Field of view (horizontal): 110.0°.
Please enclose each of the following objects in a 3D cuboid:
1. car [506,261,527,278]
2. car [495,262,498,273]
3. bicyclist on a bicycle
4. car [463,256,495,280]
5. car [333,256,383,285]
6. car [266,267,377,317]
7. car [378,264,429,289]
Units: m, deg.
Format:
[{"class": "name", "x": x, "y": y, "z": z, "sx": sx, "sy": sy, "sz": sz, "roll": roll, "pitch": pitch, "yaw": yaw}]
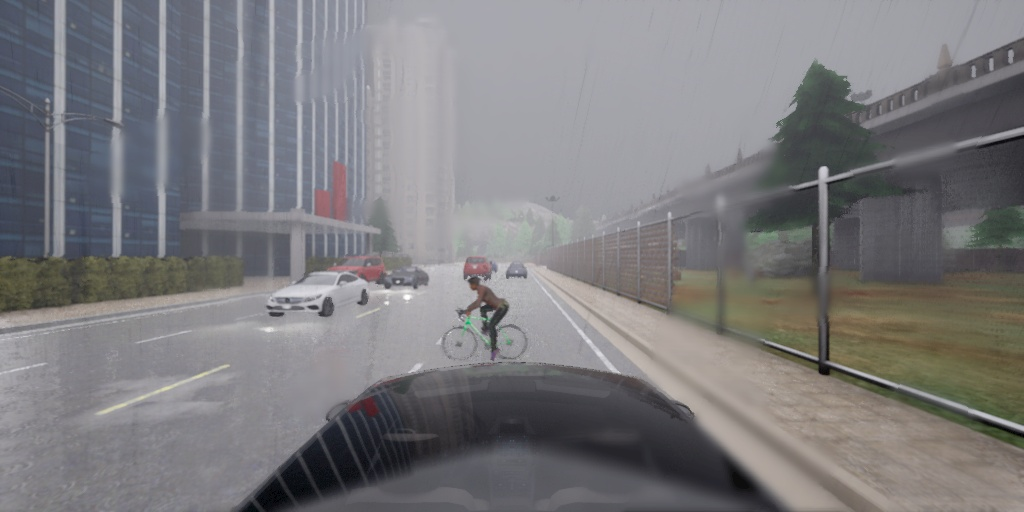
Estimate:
[{"class": "car", "x": 0.460, "y": 1.413, "z": 34.784, "sx": 1.994, "sy": 1.385, "sz": 4.181, "roll": 0, "pitch": 0, "yaw": 1}, {"class": "car", "x": -2.905, "y": 1.362, "z": 47.329, "sx": 1.882, "sy": 1.535, "sz": 5.008, "roll": 0, "pitch": 0, "yaw": 1}, {"class": "bicyclist on a bicycle", "x": -0.543, "y": 1.215, "z": 6.888, "sx": 1.656, "sy": 1.620, "sz": 0.582, "roll": -2, "pitch": 0, "yaw": 1}, {"class": "car", "x": -3.081, "y": 1.062, "z": 32.872, "sx": 2.150, "sy": 2.045, "sz": 5.566, "roll": 0, "pitch": 0, "yaw": 1}, {"class": "car", "x": -10.258, "y": 1.039, "z": 23.829, "sx": 2.150, "sy": 2.045, "sz": 5.566, "roll": 0, "pitch": -1, "yaw": 1}, {"class": "car", "x": -6.966, "y": 1.308, "z": 13.460, "sx": 1.812, "sy": 1.442, "sz": 4.674, "roll": 0, "pitch": 0, "yaw": 1}, {"class": "car", "x": -6.833, "y": 1.377, "z": 23.572, "sx": 1.994, "sy": 1.385, "sz": 4.181, "roll": 0, "pitch": 0, "yaw": 1}]
